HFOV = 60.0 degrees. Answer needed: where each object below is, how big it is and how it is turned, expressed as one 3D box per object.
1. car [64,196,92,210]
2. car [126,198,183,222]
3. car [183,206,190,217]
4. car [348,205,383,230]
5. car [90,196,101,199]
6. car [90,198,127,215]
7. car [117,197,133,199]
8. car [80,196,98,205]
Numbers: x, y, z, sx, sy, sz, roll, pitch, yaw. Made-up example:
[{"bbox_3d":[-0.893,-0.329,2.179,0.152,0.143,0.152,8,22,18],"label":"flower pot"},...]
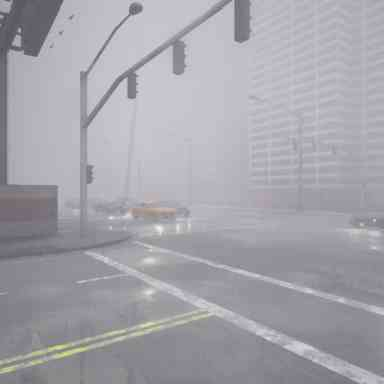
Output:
[{"bbox_3d":[-15.494,1.547,44.118,2.033,1.411,5.357,0,0,-35],"label":"car"},{"bbox_3d":[-3.105,1.477,26.550,1.882,1.535,5.008,0,0,-35],"label":"car"},{"bbox_3d":[-2.048,1.525,31.124,1.812,1.442,4.674,0,0,-35],"label":"car"},{"bbox_3d":[12.256,1.547,21.346,5.357,1.411,2.033,0,0,-36],"label":"car"},{"bbox_3d":[-13.647,1.491,47.587,2.128,1.511,4.902,0,0,-35],"label":"car"},{"bbox_3d":[-8.488,1.601,34.177,1.895,1.301,4.718,0,0,-35],"label":"car"},{"bbox_3d":[-7.596,1.352,38.992,2.097,1.767,4.553,0,0,-35],"label":"car"},{"bbox_3d":[-19.225,1.525,61.873,1.812,1.442,4.674,0,0,-35],"label":"car"}]
